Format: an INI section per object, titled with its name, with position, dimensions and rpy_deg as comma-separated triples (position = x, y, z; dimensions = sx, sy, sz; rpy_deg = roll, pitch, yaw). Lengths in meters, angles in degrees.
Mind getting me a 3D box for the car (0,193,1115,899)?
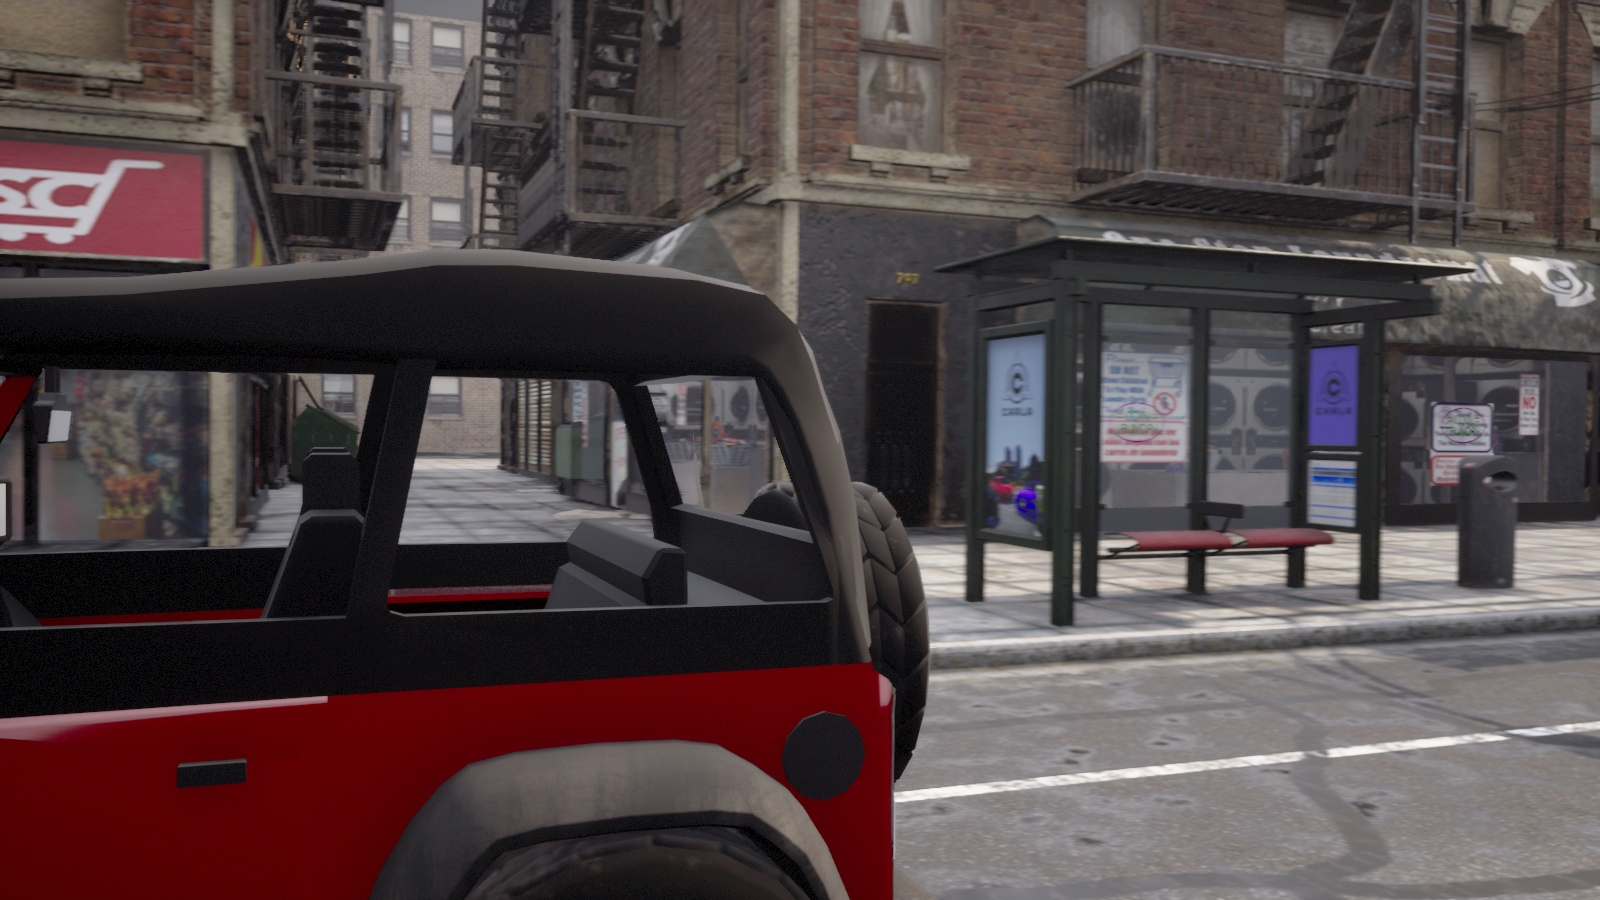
[car]
position = -1.533, 0.566, 2.653
dimensions = 3.866, 1.878, 1.905
rpy_deg = -1, 1, -21
